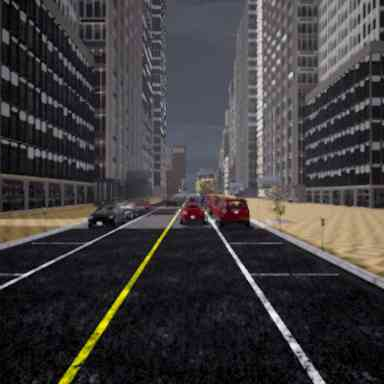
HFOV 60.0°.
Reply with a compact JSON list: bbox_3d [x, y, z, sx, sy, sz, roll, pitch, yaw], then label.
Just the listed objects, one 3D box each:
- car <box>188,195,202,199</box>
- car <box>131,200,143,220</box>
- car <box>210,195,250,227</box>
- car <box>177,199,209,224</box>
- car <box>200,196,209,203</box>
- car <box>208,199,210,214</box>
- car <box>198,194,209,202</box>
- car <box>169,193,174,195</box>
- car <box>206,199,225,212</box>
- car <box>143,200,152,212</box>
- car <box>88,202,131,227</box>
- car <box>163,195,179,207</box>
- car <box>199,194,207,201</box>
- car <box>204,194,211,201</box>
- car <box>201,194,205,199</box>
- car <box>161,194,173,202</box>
[{"bbox_3d":[0.073,1.511,43.857,1.837,1.490,4.892,0,1,0],"label":"car"},{"bbox_3d":[-5.694,1.555,28.220,2.008,1.369,4.403,0,0,0],"label":"car"},{"bbox_3d":[2.689,1.318,22.685,2.192,1.841,5.009,0,0,0],"label":"car"},{"bbox_3d":[0.060,1.529,24.709,1.812,1.442,4.674,0,0,0],"label":"car"},{"bbox_3d":[2.672,1.569,72.539,1.947,1.339,4.313,0,0,0],"label":"car"},{"bbox_3d":[2.686,1.548,28.224,1.887,1.381,4.507,0,0,0],"label":"car"},{"bbox_3d":[2.672,1.317,78.078,2.192,1.841,5.009,0,0,0],"label":"car"},{"bbox_3d":[-5.712,1.317,89.153,2.192,1.841,5.009,0,0,0],"label":"car"},{"bbox_3d":[2.683,1.569,39.303,1.947,1.339,4.313,0,0,0],"label":"car"},{"bbox_3d":[-5.697,1.587,39.300,1.802,1.307,4.206,0,0,0],"label":"car"},{"bbox_3d":[-5.693,1.570,22.682,1.947,1.339,4.313,0,0,0],"label":"car"},{"bbox_3d":[-3.082,1.605,52.721,1.895,1.301,4.718,0,0,0],"label":"car"},{"bbox_3d":[2.669,1.442,83.617,1.967,1.590,4.097,0,0,0],"label":"car"},{"bbox_3d":[2.685,1.318,33.764,2.192,1.841,5.009,0,0,0],"label":"car"},{"bbox_3d":[2.682,1.318,44.843,2.192,1.841,5.009,0,0,0],"label":"car"},{"bbox_3d":[-5.708,1.586,72.536,1.802,1.307,4.206,0,0,0],"label":"car"}]
